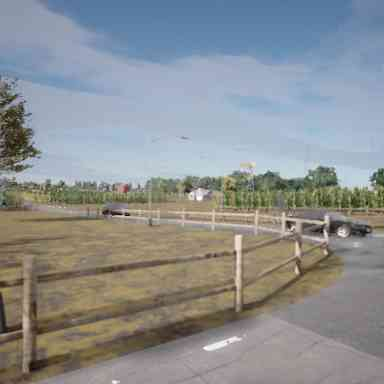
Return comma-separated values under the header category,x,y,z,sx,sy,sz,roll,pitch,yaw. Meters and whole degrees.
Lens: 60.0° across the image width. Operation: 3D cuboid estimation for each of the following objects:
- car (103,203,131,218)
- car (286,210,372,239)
category,x,y,z,sx,sy,sz,roll,pitch,yaw
car,-10.272,2.490,45.327,2.150,2.045,5.566,3,-3,-36
car,7.996,1.837,19.809,1.882,1.535,5.008,3,-4,-36
